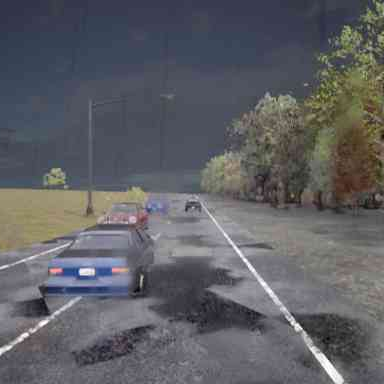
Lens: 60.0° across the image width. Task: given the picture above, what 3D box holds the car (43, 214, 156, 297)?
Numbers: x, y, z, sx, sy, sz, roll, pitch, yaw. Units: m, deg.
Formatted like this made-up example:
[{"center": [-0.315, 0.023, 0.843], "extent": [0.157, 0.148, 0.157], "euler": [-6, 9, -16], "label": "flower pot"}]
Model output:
[{"center": [-2.059, 1.557, 8.793], "extent": [2.033, 1.411, 5.357], "euler": [0, 0, -2], "label": "car"}]

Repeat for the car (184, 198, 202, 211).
[{"center": [0.143, 1.542, 40.480], "extent": [1.837, 1.490, 4.892], "euler": [0, 0, 0], "label": "car"}]

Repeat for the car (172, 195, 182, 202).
[{"center": [-3.420, 1.395, 74.778], "extent": [2.097, 1.767, 4.553], "euler": [0, 0, 0], "label": "car"}]

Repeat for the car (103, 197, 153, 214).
[{"center": [-3.655, 1.371, 18.148], "extent": [2.097, 1.767, 4.553], "euler": [0, 0, 1], "label": "car"}]

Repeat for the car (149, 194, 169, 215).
[{"center": [-3.564, 1.253, 34.260], "extent": [2.150, 2.045, 5.566], "euler": [0, 0, 0], "label": "car"}]
